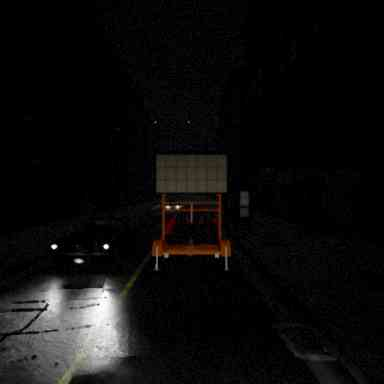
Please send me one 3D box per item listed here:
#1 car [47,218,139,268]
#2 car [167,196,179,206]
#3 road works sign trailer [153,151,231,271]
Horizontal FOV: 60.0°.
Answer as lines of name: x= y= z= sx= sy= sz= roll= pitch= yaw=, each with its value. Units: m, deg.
car: x=-3.112 y=1.601 z=11.382 sx=1.895 sy=1.301 sz=4.718 roll=0 pitch=0 yaw=0
car: x=-3.141 y=1.493 z=55.734 sx=1.882 sy=1.535 sz=5.008 roll=0 pitch=0 yaw=0
road works sign trailer: x=-0.011 y=0.464 z=10.917 sx=2.380 sy=3.560 sz=2.880 roll=0 pitch=0 yaw=0
